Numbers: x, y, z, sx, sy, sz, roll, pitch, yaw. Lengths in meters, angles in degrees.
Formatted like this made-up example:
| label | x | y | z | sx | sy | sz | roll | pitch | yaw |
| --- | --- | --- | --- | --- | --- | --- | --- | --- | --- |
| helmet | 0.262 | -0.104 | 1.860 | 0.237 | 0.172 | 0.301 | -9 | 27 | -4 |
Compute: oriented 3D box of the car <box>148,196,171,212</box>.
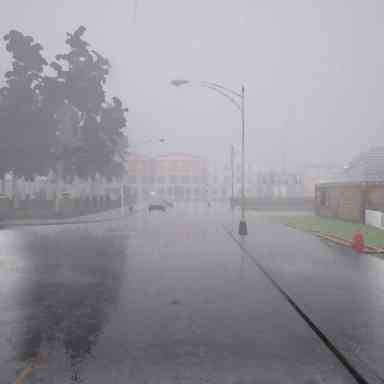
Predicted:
| label | x | y | z | sx | sy | sz | roll | pitch | yaw |
| --- | --- | --- | --- | --- | --- | --- | --- | --- | --- |
| car | -4.010 | 1.547 | 39.787 | 2.033 | 1.411 | 5.357 | 0 | 0 | 0 |

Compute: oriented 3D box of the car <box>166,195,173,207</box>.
| label | x | y | z | sx | sy | sz | roll | pitch | yaw |
| --- | --- | --- | --- | --- | --- | --- | --- | --- | --- |
| car | -3.954 | 1.352 | 49.936 | 2.097 | 1.767 | 4.553 | 0 | 0 | 1 |
